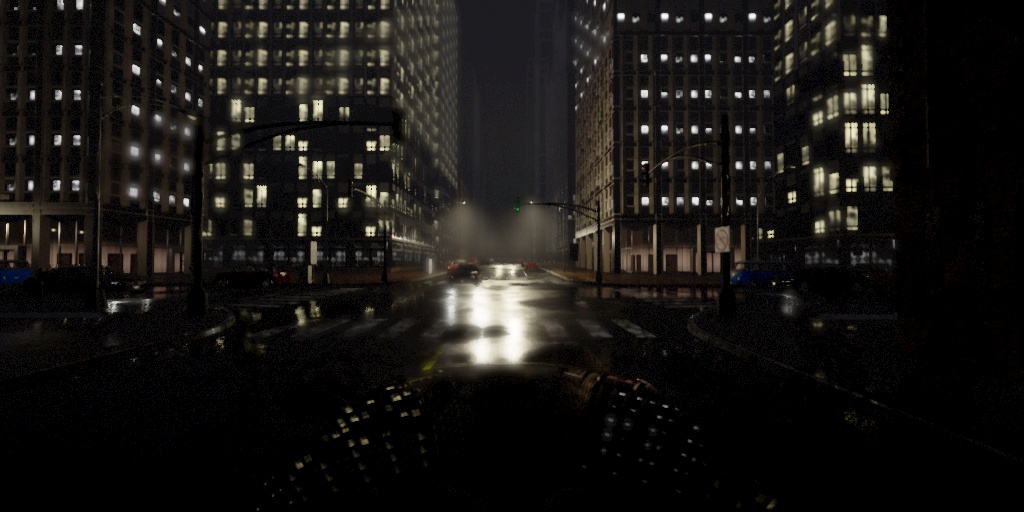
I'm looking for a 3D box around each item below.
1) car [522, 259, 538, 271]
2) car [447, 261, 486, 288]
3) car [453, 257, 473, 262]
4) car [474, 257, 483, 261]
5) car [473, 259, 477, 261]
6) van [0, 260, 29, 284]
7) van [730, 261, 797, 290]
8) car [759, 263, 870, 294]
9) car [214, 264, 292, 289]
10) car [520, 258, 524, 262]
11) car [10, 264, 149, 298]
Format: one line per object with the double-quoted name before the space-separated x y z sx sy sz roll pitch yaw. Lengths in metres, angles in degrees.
"car" 2.673 1.322 49.487 1.802 1.307 4.207 0 0 0
"car" -3.009 1.276 24.088 1.812 1.442 4.674 0 0 0
"car" -5.704 1.182 38.272 1.967 1.591 4.097 0 0 0
"car" -5.708 1.054 49.422 2.192 1.841 5.009 0 0 0
"car" -5.706 1.323 43.847 1.802 1.307 4.207 0 0 0
"van" -33.446 1.120 22.863 3.998 1.789 1.690 0 0 0
"van" 15.973 1.198 22.769 3.998 1.789 1.690 0 0 0
"car" 17.178 1.315 20.192 4.892 1.490 1.837 0 -1 0
"car" -16.501 1.243 22.831 4.097 1.591 1.967 0 0 0
"car" 2.669 1.263 60.813 1.751 1.417 4.829 0 0 0
"car" -20.193 1.213 17.062 4.674 1.442 1.812 0 -1 0
